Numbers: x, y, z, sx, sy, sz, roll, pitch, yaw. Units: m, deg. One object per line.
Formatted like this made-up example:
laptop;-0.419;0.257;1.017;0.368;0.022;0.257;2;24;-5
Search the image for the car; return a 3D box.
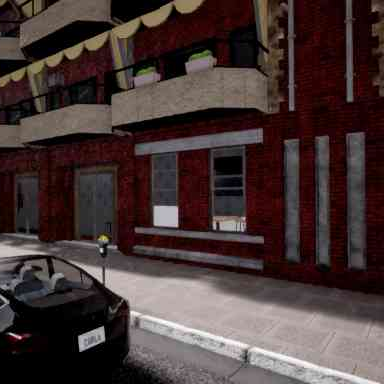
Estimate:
car;-2.735;1.567;4.679;4.313;1.339;1.947;0;-1;35
